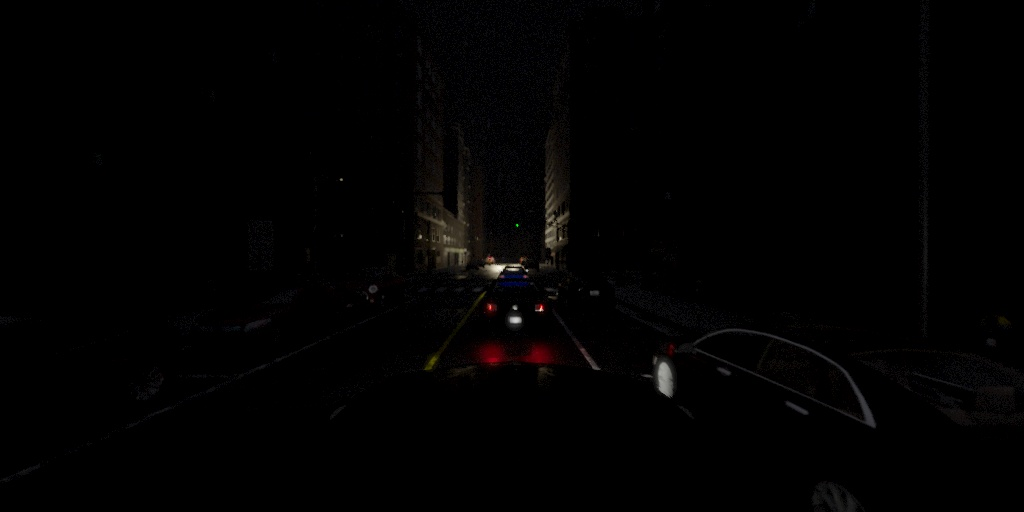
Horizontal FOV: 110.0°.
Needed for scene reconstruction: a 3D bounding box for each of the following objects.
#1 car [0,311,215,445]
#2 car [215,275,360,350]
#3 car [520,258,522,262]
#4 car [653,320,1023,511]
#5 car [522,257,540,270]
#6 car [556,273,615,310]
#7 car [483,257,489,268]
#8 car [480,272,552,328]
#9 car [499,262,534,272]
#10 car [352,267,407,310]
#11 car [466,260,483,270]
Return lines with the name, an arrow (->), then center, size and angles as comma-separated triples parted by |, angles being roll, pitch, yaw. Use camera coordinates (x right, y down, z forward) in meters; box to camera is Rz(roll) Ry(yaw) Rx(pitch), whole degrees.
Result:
car -> -5.668, 1.315, 3.468 | 1.948, 1.339, 4.313 | 0, 0, 0
car -> -5.668, 1.332, 8.970 | 1.802, 1.307, 4.207 | 0, 0, 0
car -> 2.925, 1.354, 62.375 | 2.007, 1.370, 4.403 | 0, 0, 0
car -> 2.857, 1.300, 3.467 | 2.007, 1.370, 4.403 | 0, 0, 0
car -> 2.902, 1.224, 51.558 | 1.967, 1.591, 4.097 | 0, 0, 0
car -> 2.859, 1.316, 14.469 | 1.948, 1.339, 4.313 | 0, 0, 0
car -> -5.601, 1.354, 62.389 | 2.007, 1.370, 4.403 | 0, 0, 0
car -> 0.099, 1.351, 11.409 | 1.895, 1.301, 4.718 | 0, 0, 0
car -> 0.103, 1.315, 22.665 | 1.994, 1.385, 4.181 | 0, 0, 0
car -> -5.666, 1.190, 14.471 | 1.967, 1.591, 4.097 | 0, 0, 0
car -> -5.623, 1.366, 51.573 | 1.802, 1.307, 4.207 | 0, 0, 0
